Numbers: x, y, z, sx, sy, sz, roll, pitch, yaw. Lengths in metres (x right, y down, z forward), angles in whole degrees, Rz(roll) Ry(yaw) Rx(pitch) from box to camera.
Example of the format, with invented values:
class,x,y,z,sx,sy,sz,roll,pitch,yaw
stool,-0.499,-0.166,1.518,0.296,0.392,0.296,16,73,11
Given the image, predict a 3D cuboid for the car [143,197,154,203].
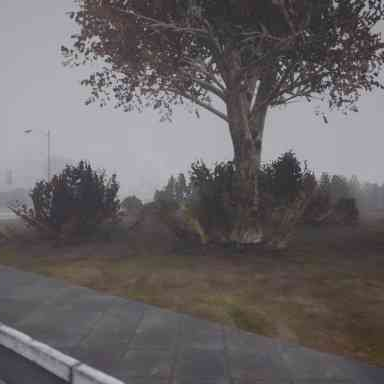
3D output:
class,x,y,z,sx,sy,sz,roll,pitch,yaw
car,-7.029,1.448,63.946,2.033,1.411,5.357,0,0,33
